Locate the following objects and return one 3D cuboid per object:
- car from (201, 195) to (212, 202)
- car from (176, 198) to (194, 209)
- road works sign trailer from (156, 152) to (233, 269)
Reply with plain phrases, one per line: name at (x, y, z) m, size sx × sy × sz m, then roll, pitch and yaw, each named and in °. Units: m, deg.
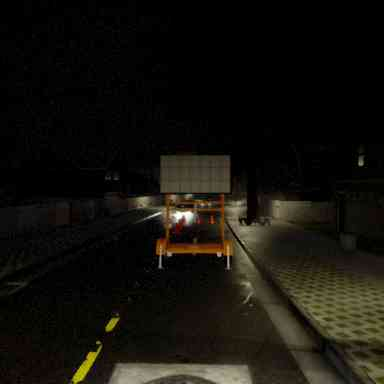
car at (3.031, 1.429, 67.553) m, size 1.837 × 1.490 × 4.892 m, roll 0°, pitch 0°, yaw 10°
car at (-0.818, 1.481, 40.595) m, size 2.128 × 1.511 × 4.902 m, roll 0°, pitch 0°, yaw 6°
road works sign trailer at (0.114, 0.464, 11.127) m, size 2.380 × 3.560 × 2.880 m, roll 0°, pitch 0°, yaw 2°
